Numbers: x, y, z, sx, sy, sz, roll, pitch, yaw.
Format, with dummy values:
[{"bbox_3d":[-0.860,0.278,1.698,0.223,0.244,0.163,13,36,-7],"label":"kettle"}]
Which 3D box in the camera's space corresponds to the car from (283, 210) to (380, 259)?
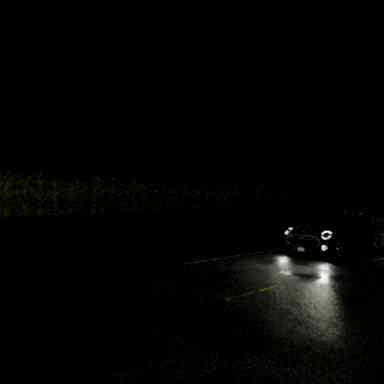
[{"bbox_3d":[5.749,1.558,13.588,4.553,1.767,2.097,1,-1,-38],"label":"car"}]
